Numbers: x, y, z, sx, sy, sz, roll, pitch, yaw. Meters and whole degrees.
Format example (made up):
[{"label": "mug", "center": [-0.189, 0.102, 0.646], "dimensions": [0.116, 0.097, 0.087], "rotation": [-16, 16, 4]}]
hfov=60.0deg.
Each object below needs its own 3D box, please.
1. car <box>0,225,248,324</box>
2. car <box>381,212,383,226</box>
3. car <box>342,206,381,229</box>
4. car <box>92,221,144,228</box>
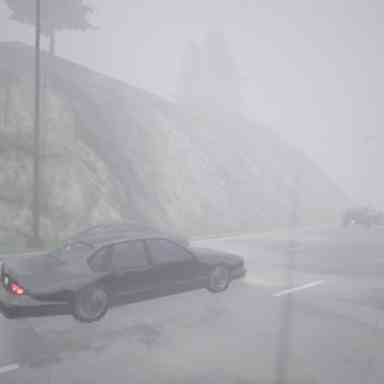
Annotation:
[{"label": "car", "center": [-1.214, 1.611, 7.304], "dimensions": [5.357, 1.411, 2.033], "rotation": [1, -1, -37]}, {"label": "car", "center": [13.346, 1.866, 20.172], "dimensions": [1.895, 1.301, 4.718], "rotation": [0, -1, 44]}, {"label": "car", "center": [12.669, 1.808, 24.577], "dimensions": [1.837, 1.490, 4.892], "rotation": [0, -1, 43]}, {"label": "car", "center": [-2.060, 1.659, 11.114], "dimensions": [4.181, 1.385, 1.994], "rotation": [1, -1, -38]}]
